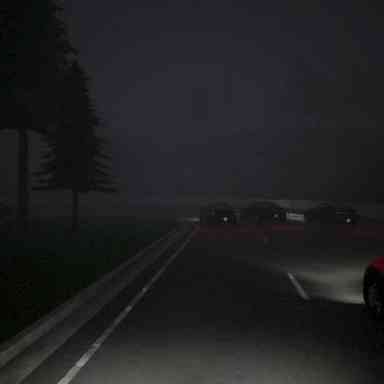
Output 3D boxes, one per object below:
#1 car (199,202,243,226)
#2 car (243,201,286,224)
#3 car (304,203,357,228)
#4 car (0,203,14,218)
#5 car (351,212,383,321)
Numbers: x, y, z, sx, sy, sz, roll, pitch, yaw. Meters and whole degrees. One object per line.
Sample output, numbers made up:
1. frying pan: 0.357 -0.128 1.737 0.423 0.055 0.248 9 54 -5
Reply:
1. car: 1.710 1.425 22.470 1.812 1.442 4.674 1 0 -8
2. car: 4.970 1.390 24.197 1.882 1.535 5.008 1 0 -13
3. car: 8.989 1.442 21.830 2.128 1.511 4.902 1 0 -3
4. car: -15.728 1.336 24.908 1.994 1.385 4.181 0 0 35
5. car: 4.101 1.357 4.319 2.097 1.767 4.553 0 0 5
